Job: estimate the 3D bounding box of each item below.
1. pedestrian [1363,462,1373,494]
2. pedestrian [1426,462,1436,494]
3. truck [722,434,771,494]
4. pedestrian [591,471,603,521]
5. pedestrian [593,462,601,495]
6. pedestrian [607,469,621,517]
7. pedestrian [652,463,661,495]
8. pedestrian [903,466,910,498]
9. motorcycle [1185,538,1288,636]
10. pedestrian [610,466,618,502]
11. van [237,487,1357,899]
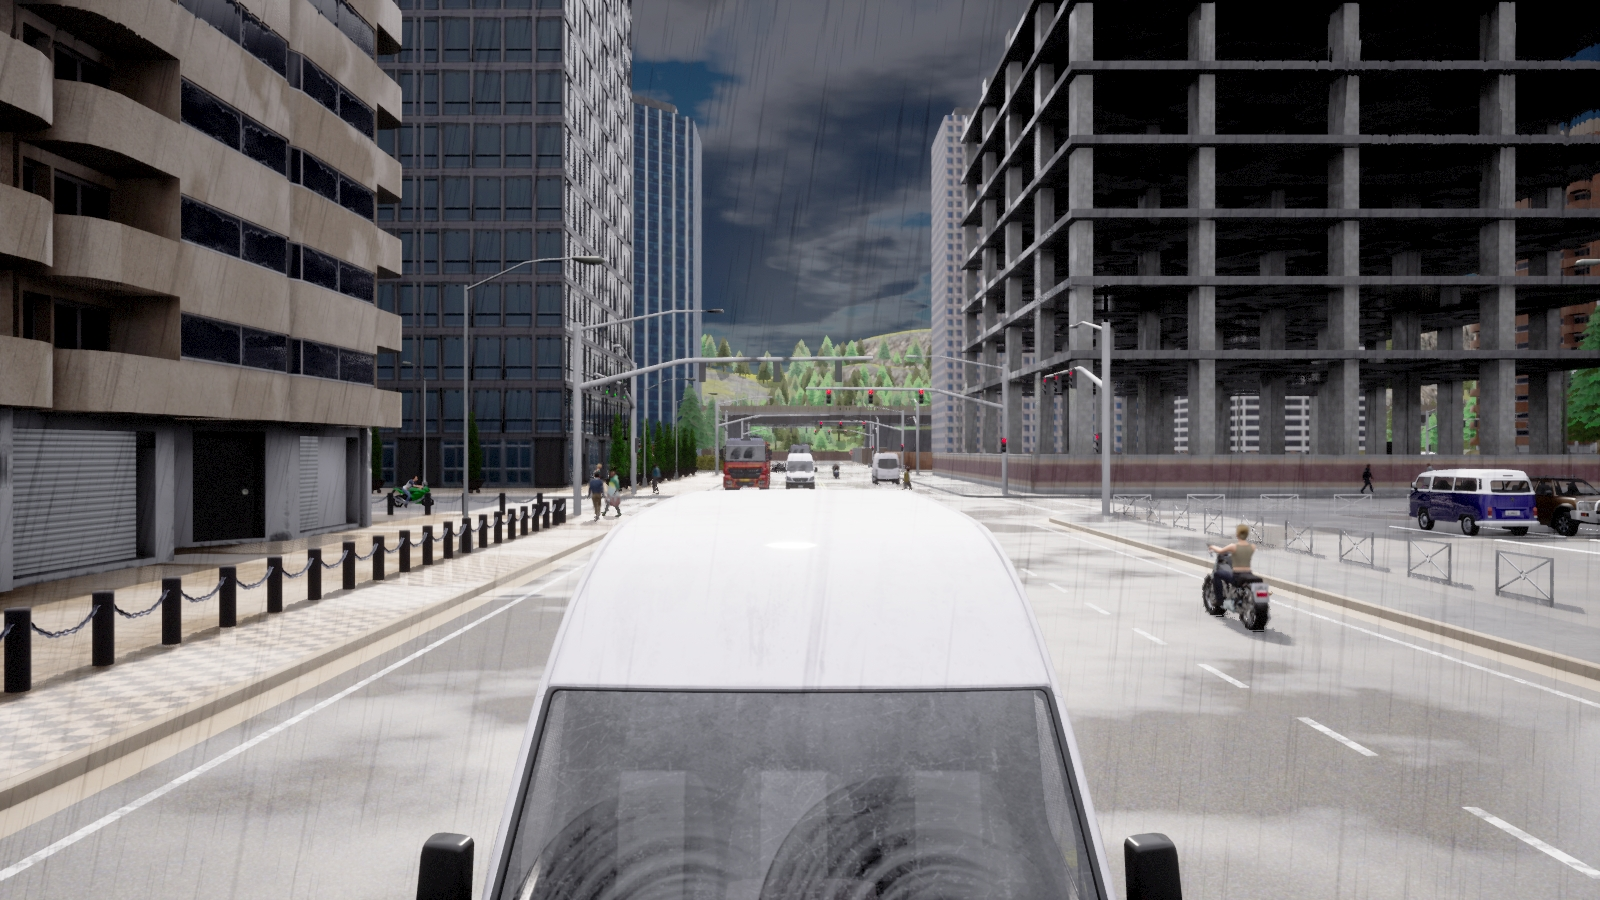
[{"bbox_3d":[33.120,1.641,66.603,0.375,1.860,0.375,0,0,2],"label":"pedestrian"},{"bbox_3d":[36.848,1.642,66.737,0.375,1.860,0.375,0,0,2],"label":"pedestrian"},{"bbox_3d":[-3.496,0.891,77.013,2.891,3.827,8.468,0,0,0],"label":"truck"},{"bbox_3d":[-7.528,1.697,42.275,0.375,1.860,0.375,0,0,1],"label":"pedestrian"},{"bbox_3d":[-11.546,1.641,64.965,0.375,1.860,0.375,0,0,-4],"label":"pedestrian"},{"bbox_3d":[-7.286,1.696,44.790,0.375,1.860,0.375,0,0,-41],"label":"pedestrian"},{"bbox_3d":[-8.249,1.661,65.860,0.375,1.860,0.375,0,0,-44],"label":"pedestrian"},{"bbox_3d":[6.245,1.846,66.845,0.375,1.860,0.375,0,0,-3],"label":"pedestrian"},{"bbox_3d":[6.996,2.155,18.444,0.764,1.307,2.356,0,0,0],"label":"motorcycle"},{"bbox_3d":[-9.815,1.793,60.360,0.375,1.860,0.375,0,0,-20],"label":"pedestrian"},{"bbox_3d":[-0.002,1.534,4.985,1.988,2.561,5.915,0,0,0],"label":"van"}]
